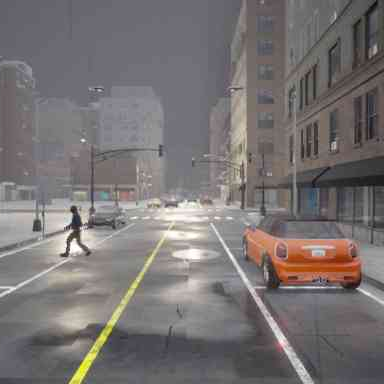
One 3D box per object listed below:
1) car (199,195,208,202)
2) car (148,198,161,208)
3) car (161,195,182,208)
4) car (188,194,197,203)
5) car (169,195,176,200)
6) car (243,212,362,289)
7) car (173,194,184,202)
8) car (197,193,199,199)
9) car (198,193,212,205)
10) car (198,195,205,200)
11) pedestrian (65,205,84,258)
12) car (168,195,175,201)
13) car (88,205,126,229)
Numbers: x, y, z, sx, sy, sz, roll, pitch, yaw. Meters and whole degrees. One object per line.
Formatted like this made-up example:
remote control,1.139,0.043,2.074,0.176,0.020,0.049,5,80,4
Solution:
car,2.615,1.531,76.831,1.752,1.417,4.829,0,0,0
car,-5.401,1.527,48.179,1.752,1.417,4.829,0,0,0
car,-2.855,1.549,47.295,2.033,1.411,5.357,0,0,0
car,0.027,1.603,71.518,1.895,1.301,4.718,0,0,0
car,-5.415,1.533,93.475,1.752,1.417,4.829,0,0,0
car,2.747,1.351,9.352,2.097,1.767,4.553,0,0,0
car,-2.816,1.529,63.657,1.812,1.442,4.674,0,0,0
car,2.619,1.319,65.337,2.192,1.841,5.009,0,0,0
car,2.620,1.443,59.675,1.967,1.590,4.097,0,0,0
car,2.610,1.559,93.647,2.008,1.369,4.403,0,0,0
pedestrian,-3.961,1.293,11.214,0.375,1.860,0.375,0,0,-8
car,-5.413,1.589,87.983,1.802,1.307,4.206,0,0,0
car,-5.394,1.551,21.504,2.008,1.369,4.403,0,0,0
